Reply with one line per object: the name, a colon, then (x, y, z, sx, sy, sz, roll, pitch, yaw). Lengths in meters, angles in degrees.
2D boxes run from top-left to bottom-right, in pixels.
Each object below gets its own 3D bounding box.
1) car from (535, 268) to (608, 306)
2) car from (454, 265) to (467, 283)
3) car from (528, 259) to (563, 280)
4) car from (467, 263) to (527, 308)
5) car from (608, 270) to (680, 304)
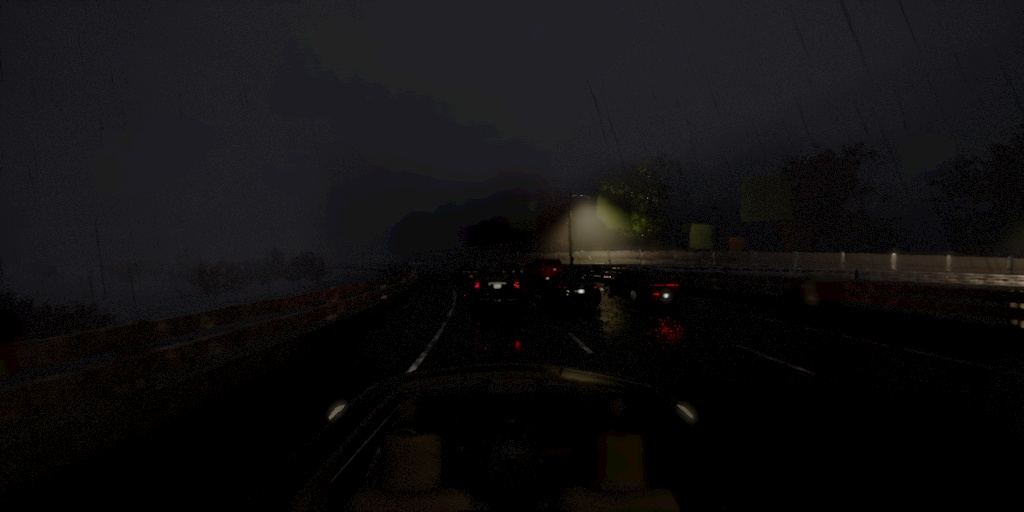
car: (2.593, 1.453, 16.802, 1.994, 1.385, 4.181, 0, 0, -8)
car: (-3.930, 1.522, 31.286, 2.128, 1.511, 4.902, 0, 0, -16)
car: (2.892, 1.256, 32.900, 2.150, 2.045, 5.566, 0, 0, -16)
car: (-0.848, 1.236, 16.151, 2.097, 1.767, 4.553, 0, -1, -7)
car: (6.065, 1.398, 17.246, 1.837, 1.490, 4.892, 0, 0, -8)
